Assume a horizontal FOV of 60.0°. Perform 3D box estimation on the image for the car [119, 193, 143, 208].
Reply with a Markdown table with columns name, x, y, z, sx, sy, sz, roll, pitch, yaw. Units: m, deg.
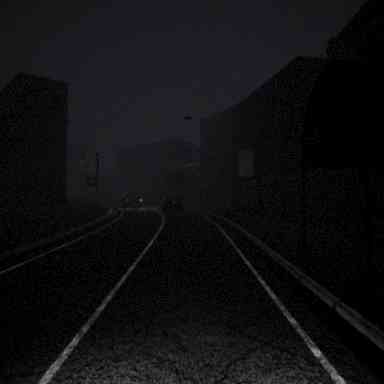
| name | x | y | z | sx | sy | sz | roll | pitch | yaw |
| --- | --- | --- | --- | --- | --- | --- | --- | --- | --- |
| car | -7.137 | 0.888 | 38.927 | 2.097 | 1.767 | 4.553 | 1 | 1 | -21 |

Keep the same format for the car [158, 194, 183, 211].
| name | x | y | z | sx | sy | sz | roll | pitch | yaw |
| --- | --- | --- | --- | --- | --- | --- | --- | --- | --- |
| car | -2.389 | 1.039 | 36.100 | 2.097 | 1.767 | 4.553 | 1 | 1 | -14 |
